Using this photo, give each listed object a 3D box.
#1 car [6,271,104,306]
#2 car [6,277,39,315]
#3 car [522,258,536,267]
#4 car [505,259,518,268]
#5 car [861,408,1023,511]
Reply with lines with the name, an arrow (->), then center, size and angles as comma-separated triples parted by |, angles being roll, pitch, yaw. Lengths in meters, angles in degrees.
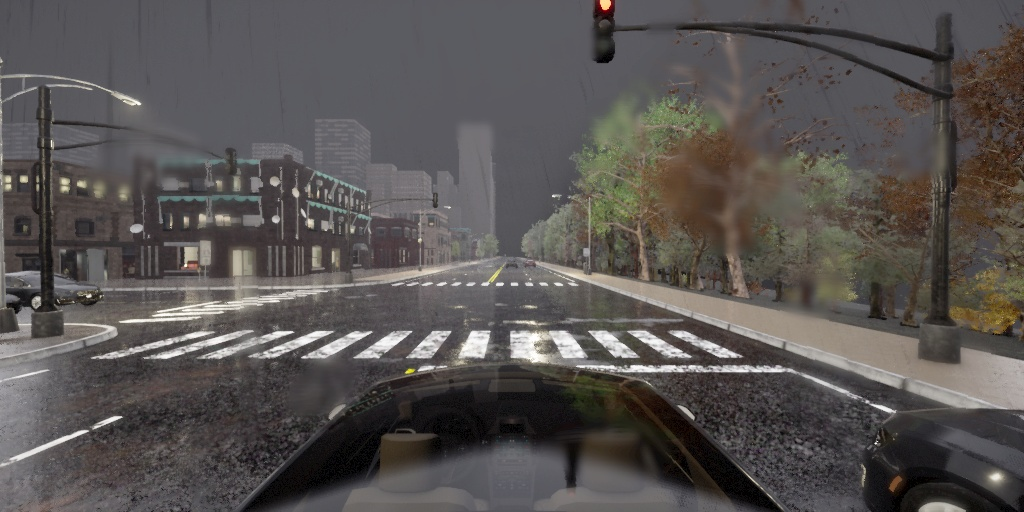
car -> -20.314, 1.480, 15.147 | 4.892, 1.490, 1.837 | -1, 1, 0
car -> -19.972, 1.565, 12.443 | 4.313, 1.339, 1.948 | 0, 0, 0
car -> 3.207, 1.252, 63.382 | 1.812, 1.442, 4.674 | 0, 0, 0
car -> -0.039, 1.230, 60.918 | 1.837, 1.490, 4.892 | 0, -1, 0
car -> 3.353, 1.255, 0.450 | 1.837, 1.490, 4.892 | 0, 0, 0
